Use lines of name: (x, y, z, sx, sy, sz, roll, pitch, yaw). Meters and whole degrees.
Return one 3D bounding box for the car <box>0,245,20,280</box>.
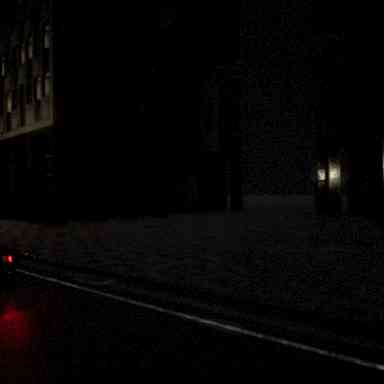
car: (-6.686, 1.694, 9.031, 4.718, 1.301, 1.895, 0, 0, 37)
